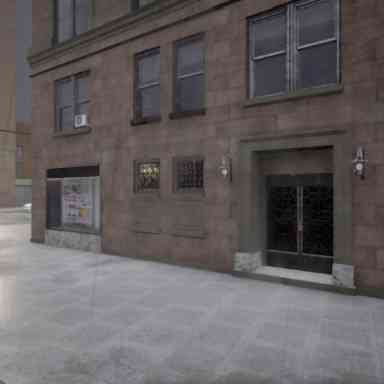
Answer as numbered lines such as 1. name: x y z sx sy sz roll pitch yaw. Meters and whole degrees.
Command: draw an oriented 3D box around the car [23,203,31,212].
1. car: -15.660 1.429 35.778 1.812 1.442 4.674 0 0 35
